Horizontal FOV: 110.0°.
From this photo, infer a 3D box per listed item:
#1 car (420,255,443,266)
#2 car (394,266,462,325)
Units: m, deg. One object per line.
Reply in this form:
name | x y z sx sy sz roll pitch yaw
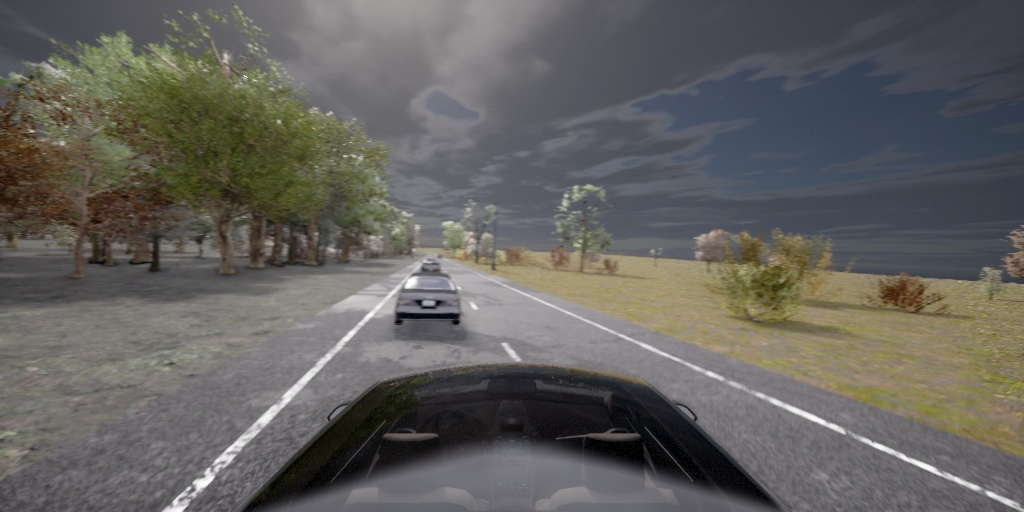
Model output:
car | -7.891 1.027 34.910 2.128 1.511 4.902 3 0 -13
car | -2.645 1.219 11.489 2.033 1.411 5.357 3 0 -13
